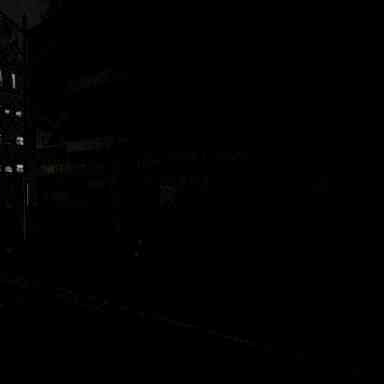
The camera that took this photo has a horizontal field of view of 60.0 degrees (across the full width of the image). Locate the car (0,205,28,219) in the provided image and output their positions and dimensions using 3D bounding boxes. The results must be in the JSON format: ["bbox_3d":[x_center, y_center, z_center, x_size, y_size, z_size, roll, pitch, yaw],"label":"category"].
[{"bbox_3d":[-17.593,1.953,32.304,1.895,1.301,4.718,0,-1,34],"label":"car"}]
